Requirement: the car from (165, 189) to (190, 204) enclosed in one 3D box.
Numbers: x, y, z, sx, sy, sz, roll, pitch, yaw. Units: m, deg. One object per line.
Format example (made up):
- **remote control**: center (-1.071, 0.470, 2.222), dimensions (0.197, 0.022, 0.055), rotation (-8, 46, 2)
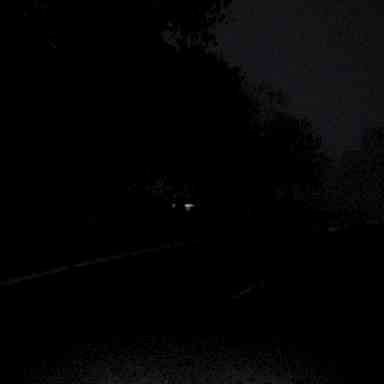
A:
- **car**: center (-1.945, 0.484, 40.597), dimensions (2.097, 1.767, 4.553), rotation (0, 1, -25)
